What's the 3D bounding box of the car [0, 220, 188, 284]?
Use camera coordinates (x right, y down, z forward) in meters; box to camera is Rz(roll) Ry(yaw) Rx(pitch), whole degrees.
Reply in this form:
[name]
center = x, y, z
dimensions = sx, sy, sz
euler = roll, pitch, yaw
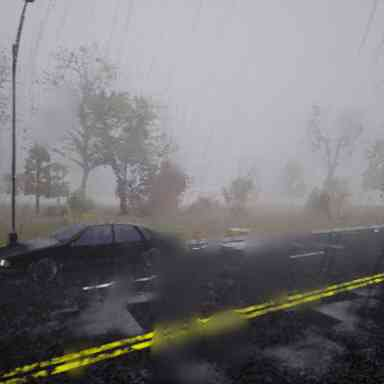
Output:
[car]
center = -2.712, 1.562, 9.733
dimensions = 5.357, 1.411, 2.033
euler = 1, 0, -35
